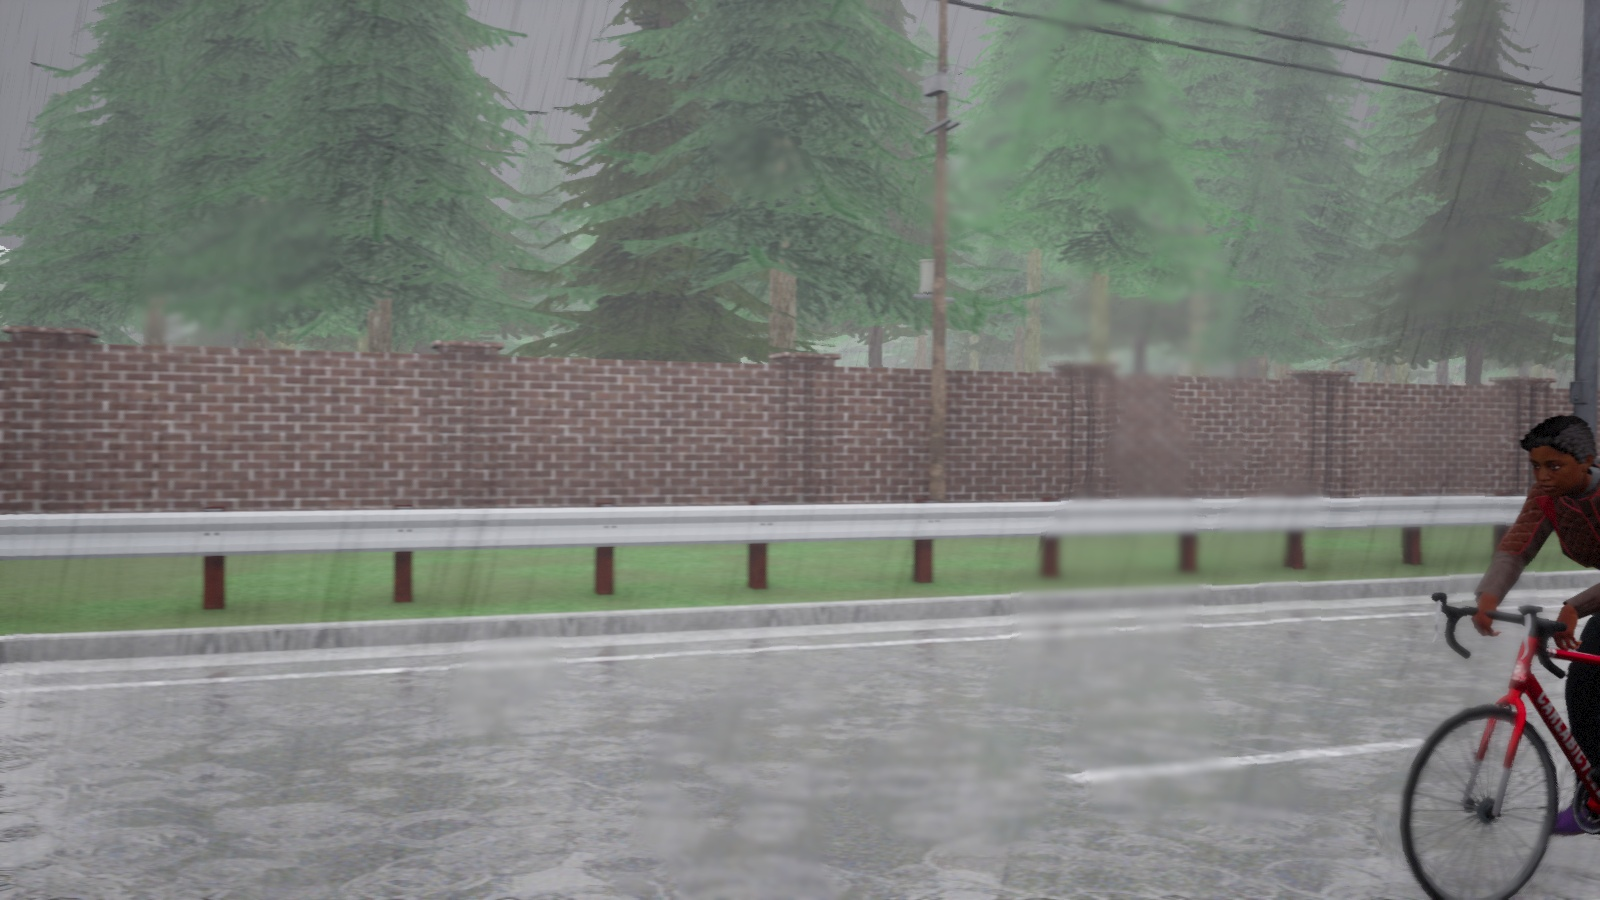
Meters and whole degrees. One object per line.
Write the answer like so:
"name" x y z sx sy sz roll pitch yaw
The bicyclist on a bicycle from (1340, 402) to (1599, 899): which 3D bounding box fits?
"bicyclist on a bicycle" 2.708 0.652 4.265 1.656 1.620 0.582 -1 1 -21
